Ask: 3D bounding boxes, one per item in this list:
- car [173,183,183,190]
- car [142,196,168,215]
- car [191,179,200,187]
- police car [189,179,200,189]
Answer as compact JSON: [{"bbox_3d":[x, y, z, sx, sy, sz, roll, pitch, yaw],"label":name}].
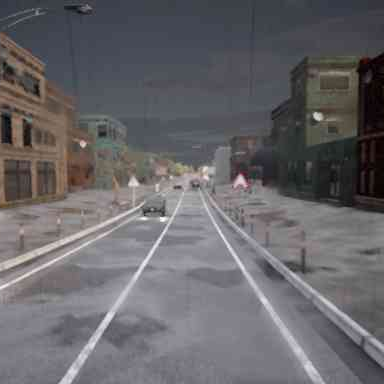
[{"bbox_3d":[-2.992,-1.167,70.687,1.895,1.301,4.718,0,3,0],"label":"car"},{"bbox_3d":[-3.093,1.118,28.362,1.837,1.490,4.892,0,1,0],"label":"car"},{"bbox_3d":[0.910,-2.336,88.195,2.150,2.045,5.566,0,3,0],"label":"car"},{"bbox_3d":[0.909,-1.686,78.295,1.930,1.638,5.238,0,3,0],"label":"police car"}]
